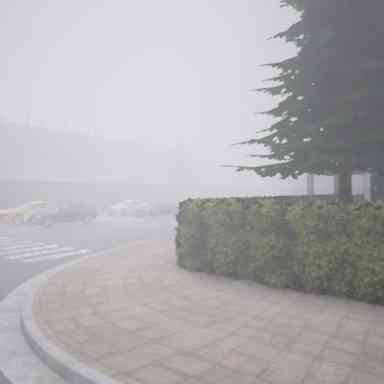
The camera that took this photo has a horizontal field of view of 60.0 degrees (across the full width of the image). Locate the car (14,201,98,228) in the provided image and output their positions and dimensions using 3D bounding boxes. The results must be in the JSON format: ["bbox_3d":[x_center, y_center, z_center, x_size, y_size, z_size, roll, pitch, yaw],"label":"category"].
[{"bbox_3d":[-8.462,1.432,21.716,2.128,1.511,4.902,0,0,35],"label":"car"}]

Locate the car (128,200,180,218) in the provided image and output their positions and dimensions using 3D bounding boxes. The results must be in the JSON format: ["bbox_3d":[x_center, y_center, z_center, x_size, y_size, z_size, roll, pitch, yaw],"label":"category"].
[{"bbox_3d":[-2.805,1.488,29.653,2.033,1.411,5.357,0,0,35],"label":"car"}]

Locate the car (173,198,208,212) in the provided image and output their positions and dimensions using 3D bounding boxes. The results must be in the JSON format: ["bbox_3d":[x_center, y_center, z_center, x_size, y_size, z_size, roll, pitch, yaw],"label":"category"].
[{"bbox_3d":[-0.152,1.503,39.376,1.994,1.385,4.181,0,0,37],"label":"car"}]

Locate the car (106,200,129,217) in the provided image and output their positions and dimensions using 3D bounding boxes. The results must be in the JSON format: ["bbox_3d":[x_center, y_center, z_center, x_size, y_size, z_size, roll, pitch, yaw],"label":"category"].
[{"bbox_3d":[-5.878,1.465,31.345,1.812,1.442,4.674,0,0,36],"label":"car"}]

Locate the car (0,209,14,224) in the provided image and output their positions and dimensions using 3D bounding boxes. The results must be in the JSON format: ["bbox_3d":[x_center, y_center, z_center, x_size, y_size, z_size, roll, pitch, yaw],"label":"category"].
[{"bbox_3d":[-11.252,1.417,23.823,1.882,1.535,5.008,0,0,35],"label":"car"}]
